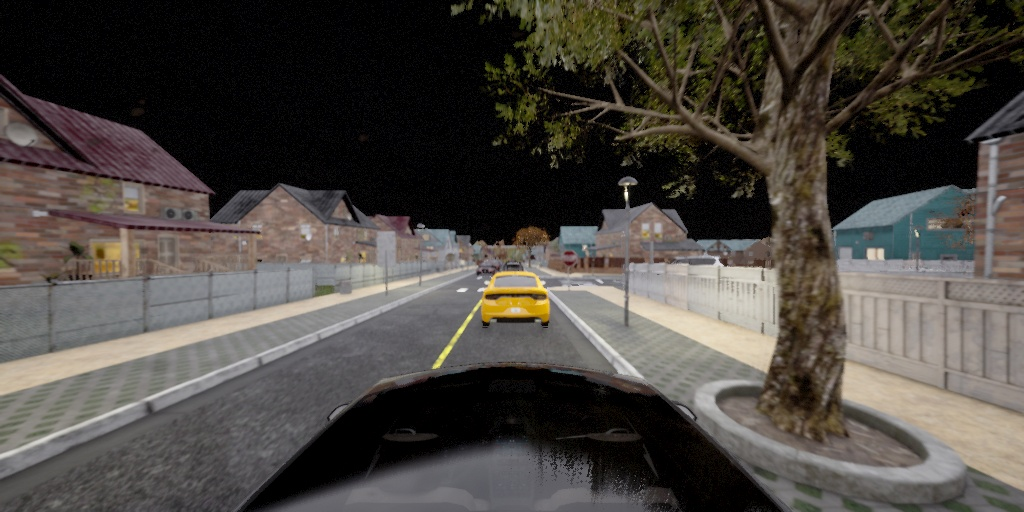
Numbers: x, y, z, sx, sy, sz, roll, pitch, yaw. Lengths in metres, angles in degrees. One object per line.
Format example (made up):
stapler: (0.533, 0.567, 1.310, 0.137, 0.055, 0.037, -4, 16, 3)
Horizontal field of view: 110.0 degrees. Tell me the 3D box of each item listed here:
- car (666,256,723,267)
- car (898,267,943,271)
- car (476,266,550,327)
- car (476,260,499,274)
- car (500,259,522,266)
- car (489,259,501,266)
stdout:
car: (13.391, 1.035, 27.901, 5.566, 2.045, 2.150, 0, 2, 8)
car: (27.925, 1.500, 24.910, 4.674, 1.442, 1.812, 1, 2, 16)
car: (0.099, 1.233, 11.606, 1.882, 1.535, 5.008, 0, 0, 0)
car: (-2.840, 1.406, 39.734, 1.994, 1.385, 4.181, 0, 0, 0)
car: (0.118, 1.256, 32.804, 1.837, 1.490, 4.892, 1, -2, 0)
car: (-2.820, 1.267, 52.506, 2.097, 1.767, 4.553, 0, 0, 0)
